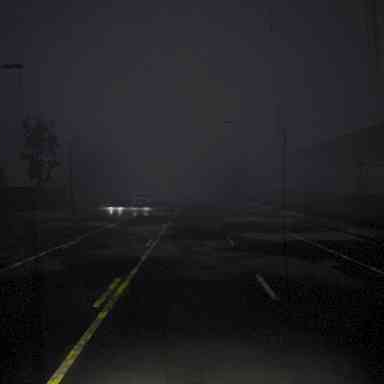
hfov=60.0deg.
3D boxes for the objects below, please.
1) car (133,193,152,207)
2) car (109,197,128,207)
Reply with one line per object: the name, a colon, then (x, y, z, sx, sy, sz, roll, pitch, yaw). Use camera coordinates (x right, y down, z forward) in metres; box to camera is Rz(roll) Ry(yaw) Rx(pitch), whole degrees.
car: (-7.000, 1.139, 47.657, 2.150, 2.045, 5.566, 0, 1, 0)
car: (-10.499, 1.414, 47.690, 1.994, 1.385, 4.181, 0, 1, 0)
